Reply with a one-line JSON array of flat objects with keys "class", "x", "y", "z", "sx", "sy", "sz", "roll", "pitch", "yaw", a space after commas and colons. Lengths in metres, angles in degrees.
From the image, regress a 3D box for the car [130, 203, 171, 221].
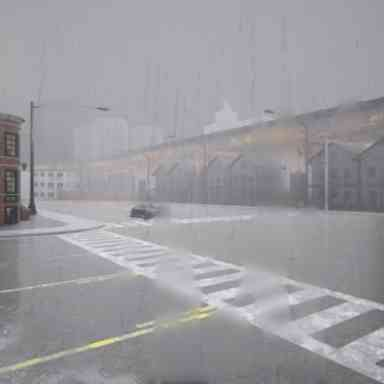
[{"class": "car", "x": -3.476, "y": 1.572, "z": 27.394, "sx": 1.994, "sy": 1.385, "sz": 4.181, "roll": 0, "pitch": 0, "yaw": -36}]
